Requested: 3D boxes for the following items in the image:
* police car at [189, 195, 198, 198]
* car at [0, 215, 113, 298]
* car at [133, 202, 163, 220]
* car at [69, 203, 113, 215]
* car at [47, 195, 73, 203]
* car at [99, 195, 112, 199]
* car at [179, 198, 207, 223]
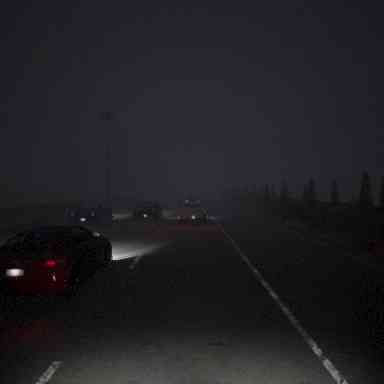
[{"bbox_3d":[0.088,1.226,41.105,2.038,1.542,4.974,0,0,0],"label":"police car"},{"bbox_3d":[-3.401,1.506,8.411,1.994,1.385,4.181,0,0,0],"label":"car"},{"bbox_3d":[-3.409,1.421,26.483,1.895,1.301,4.718,0,0,0],"label":"car"},{"bbox_3d":[-6.906,1.443,23.285,1.895,1.301,4.718,0,0,0],"label":"car"},{"bbox_3d":[-17.559,1.176,44.543,1.882,1.535,5.008,0,0,0],"label":"car"},{"bbox_3d":[-14.018,1.162,54.301,1.812,1.442,4.674,0,0,0],"label":"car"},{"bbox_3d":[0.091,1.366,23.461,1.812,1.442,4.674,0,1,0],"label":"car"}]
